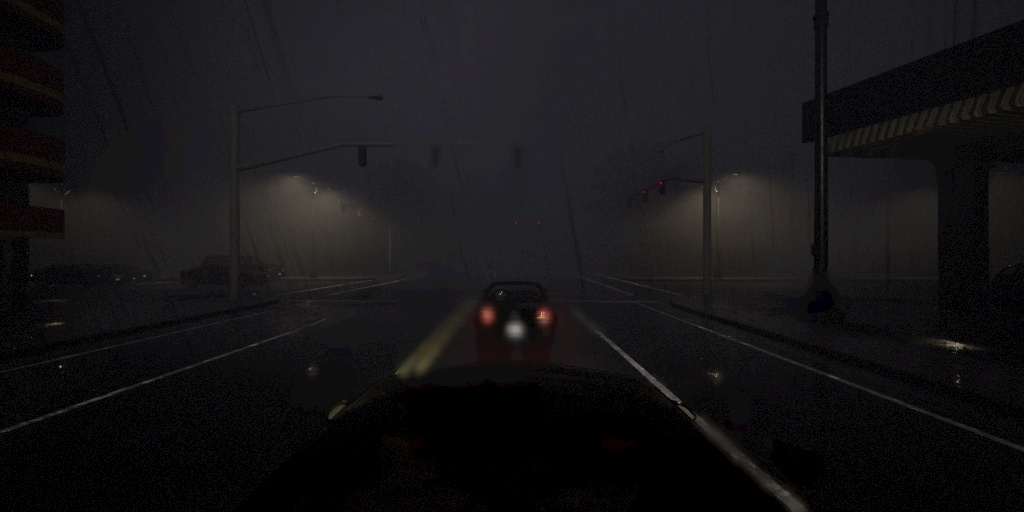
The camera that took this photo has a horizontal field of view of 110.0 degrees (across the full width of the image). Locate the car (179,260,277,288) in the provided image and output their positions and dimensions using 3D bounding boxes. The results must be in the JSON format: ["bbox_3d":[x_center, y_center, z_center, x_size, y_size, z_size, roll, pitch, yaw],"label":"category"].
[{"bbox_3d":[-18.330,1.228,22.961,5.008,1.535,1.882,0,0,1],"label":"car"}]

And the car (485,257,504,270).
[{"bbox_3d":[-2.739,1.243,52.119,2.128,1.511,4.902,0,0,1],"label":"car"}]

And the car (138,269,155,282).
[{"bbox_3d":[-29.309,1.314,26.659,4.181,1.385,1.994,0,0,0],"label":"car"}]

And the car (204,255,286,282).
[{"bbox_3d":[-19.891,0.971,26.509,5.566,2.045,2.150,0,0,1],"label":"car"}]

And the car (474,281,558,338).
[{"bbox_3d":[0.097,1.351,10.193,1.895,1.301,4.718,0,0,0],"label":"car"}]

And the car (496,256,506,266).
[{"bbox_3d":[-2.600,1.242,63.818,2.128,1.511,4.902,0,0,1],"label":"car"}]

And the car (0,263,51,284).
[{"bbox_3d":[-37.991,1.276,26.825,4.674,1.442,1.812,0,0,1],"label":"car"}]

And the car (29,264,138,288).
[{"bbox_3d":[-27.833,1.241,23.135,4.902,1.511,2.128,0,0,1],"label":"car"}]
